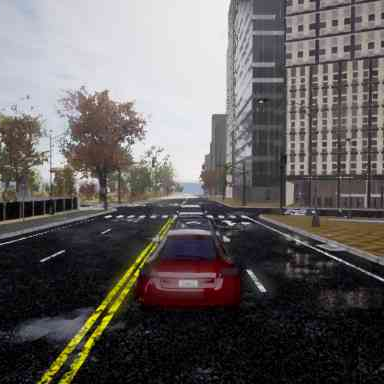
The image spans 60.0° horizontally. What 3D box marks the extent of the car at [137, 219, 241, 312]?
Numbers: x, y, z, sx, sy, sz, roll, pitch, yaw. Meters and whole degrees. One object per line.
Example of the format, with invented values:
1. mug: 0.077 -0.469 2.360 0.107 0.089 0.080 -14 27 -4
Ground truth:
1. car: -0.023 1.561 7.795 1.994 1.385 4.181 0 0 1

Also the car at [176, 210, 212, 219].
1. car: 0.074 1.597 13.043 1.895 1.301 4.718 0 0 0

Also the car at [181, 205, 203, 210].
1. car: -0.008 1.544 21.283 2.033 1.411 5.357 0 0 0
